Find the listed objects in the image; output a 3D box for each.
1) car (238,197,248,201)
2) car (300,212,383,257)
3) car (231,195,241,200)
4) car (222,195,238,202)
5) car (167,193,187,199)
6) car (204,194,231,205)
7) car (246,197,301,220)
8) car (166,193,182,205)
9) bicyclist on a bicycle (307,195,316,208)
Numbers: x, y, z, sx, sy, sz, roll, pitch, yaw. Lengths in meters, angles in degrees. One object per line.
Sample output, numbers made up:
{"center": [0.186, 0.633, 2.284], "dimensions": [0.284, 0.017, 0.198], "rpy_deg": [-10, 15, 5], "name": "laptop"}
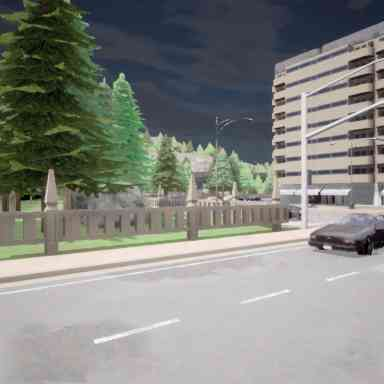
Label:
{"center": [7.108, 1.492, 33.372], "dimensions": [2.033, 1.411, 5.357], "rpy_deg": [0, 0, -33], "name": "car"}
{"center": [6.905, 1.548, 13.203], "dimensions": [5.357, 1.411, 2.033], "rpy_deg": [0, 0, -36], "name": "car"}
{"center": [9.249, 1.492, 67.935], "dimensions": [2.033, 1.411, 5.357], "rpy_deg": [0, 0, 20], "name": "car"}
{"center": [8.594, 1.469, 75.205], "dimensions": [1.812, 1.442, 4.674], "rpy_deg": [0, 0, 32], "name": "car"}
{"center": [-2.069, 1.165, 45.694], "dimensions": [2.150, 2.045, 5.566], "rpy_deg": [0, 0, -14], "name": "car"}
{"center": [2.655, 1.422, 42.214], "dimensions": [1.882, 1.535, 5.008], "rpy_deg": [0, 0, -20], "name": "car"}
{"center": [7.087, 1.436, 27.197], "dimensions": [2.128, 1.511, 4.902], "rpy_deg": [0, 0, -33], "name": "car"}
{"center": [-3.247, 1.168, 60.260], "dimensions": [2.150, 2.045, 5.566], "rpy_deg": [0, 0, 4], "name": "car"}
{"center": [15.325, 1.245, 42.481], "dimensions": [1.656, 1.620, 0.582], "rpy_deg": [0, 0, -29], "name": "bicyclist on a bicycle"}
